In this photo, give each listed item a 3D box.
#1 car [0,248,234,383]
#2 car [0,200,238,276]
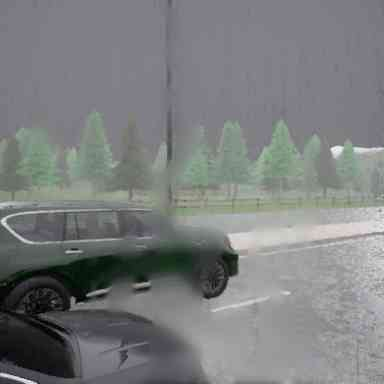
[{"bbox_3d":[-2.089,1.491,2.083,4.892,1.490,1.837,0,0,-36],"label":"car"},{"bbox_3d":[-1.616,1.192,6.732,5.566,2.045,2.150,0,0,-35],"label":"car"}]
